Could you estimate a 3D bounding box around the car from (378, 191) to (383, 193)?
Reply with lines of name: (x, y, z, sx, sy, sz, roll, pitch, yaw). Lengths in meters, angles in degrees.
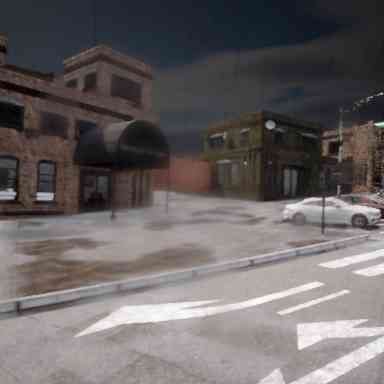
car: (9.620, 0.869, 18.847, 4.792, 1.488, 2.163, -1, 1, 37)

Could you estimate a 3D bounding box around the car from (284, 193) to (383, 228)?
car: (7.129, 0.993, 17.249, 4.674, 1.452, 2.002, -1, 1, 37)
